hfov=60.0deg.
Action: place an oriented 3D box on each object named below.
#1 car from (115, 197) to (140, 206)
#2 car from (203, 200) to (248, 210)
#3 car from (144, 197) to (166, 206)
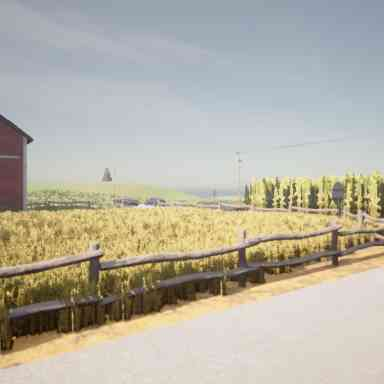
[{"bbox_3d":[-9.951,1.599,52.238,1.895,1.301,4.718,0,0,-35],"label":"car"},{"bbox_3d":[3.215,1.545,33.537,2.033,1.411,5.357,0,0,-35],"label":"car"},{"bbox_3d":[-5.725,1.524,51.918,1.812,1.442,4.674,0,0,-35],"label":"car"}]
